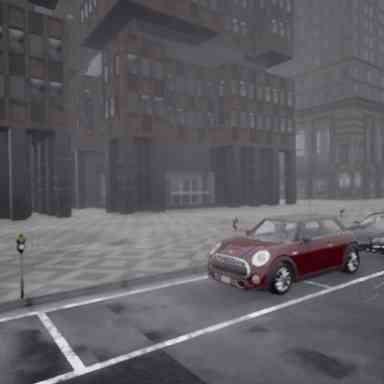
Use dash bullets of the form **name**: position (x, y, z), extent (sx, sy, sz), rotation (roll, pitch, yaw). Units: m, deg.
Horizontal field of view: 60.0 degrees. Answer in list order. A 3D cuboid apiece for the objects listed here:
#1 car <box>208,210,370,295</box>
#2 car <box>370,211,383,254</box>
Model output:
- **car**: position (2.345, 1.325, 8.324), extent (4.097, 1.590, 1.967), rotation (-1, 1, -36)
- **car**: position (6.967, 1.337, 11.624), extent (4.403, 1.369, 2.008), rotation (-1, 1, -36)
